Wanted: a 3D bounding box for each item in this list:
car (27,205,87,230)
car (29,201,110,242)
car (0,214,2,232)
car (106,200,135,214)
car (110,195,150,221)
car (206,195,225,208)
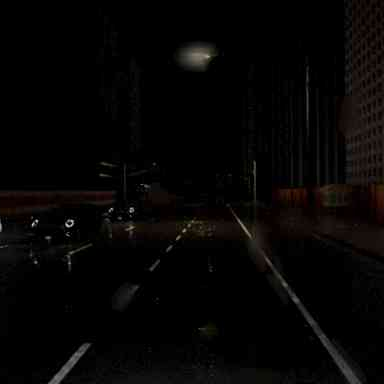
[{"bbox_3d":[-9.015,1.641,22.687,1.895,1.301,4.718,-1,0,5],"label":"car"},{"bbox_3d":[-5.996,1.370,16.479,2.097,1.767,4.553,-1,0,4],"label":"car"},{"bbox_3d":[-9.806,1.279,12.755,2.150,2.045,5.566,-1,0,4],"label":"car"},{"bbox_3d":[-7.830,1.579,36.732,1.994,1.385,4.181,-1,0,5],"label":"car"},{"bbox_3d":[-5.163,1.353,26.890,2.097,1.767,4.553,-1,0,5],"label":"car"},{"bbox_3d":[3.490,1.252,46.645,2.097,1.767,4.553,-1,0,4],"label":"car"}]
